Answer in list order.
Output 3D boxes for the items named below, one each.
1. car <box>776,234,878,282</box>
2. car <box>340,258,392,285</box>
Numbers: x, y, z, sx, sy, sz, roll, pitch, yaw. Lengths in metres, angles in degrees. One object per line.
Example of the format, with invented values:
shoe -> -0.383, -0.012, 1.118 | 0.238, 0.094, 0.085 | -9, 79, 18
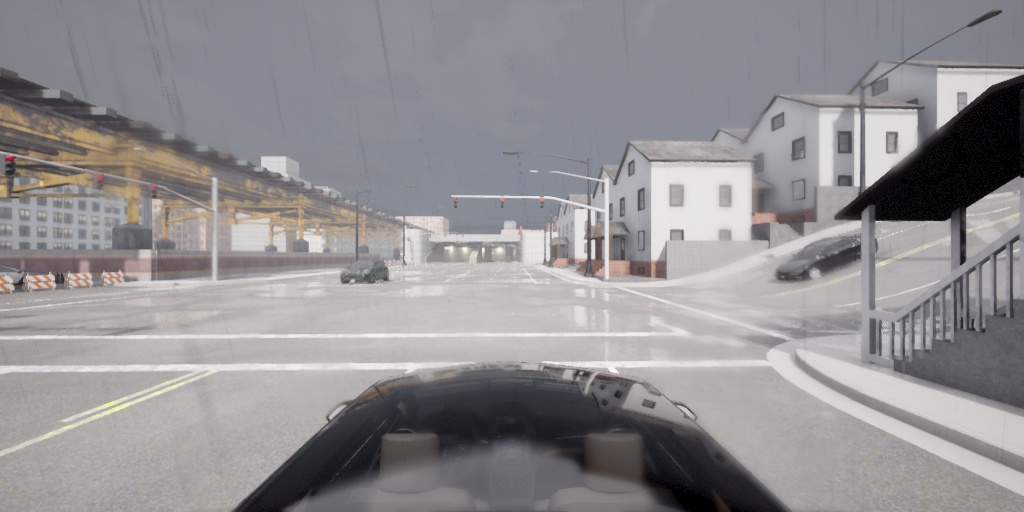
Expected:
car -> 16.490, 0.022, 18.974 | 4.892, 1.490, 1.837 | -21, 0, -1
car -> -10.494, 1.043, 25.862 | 2.097, 1.767, 4.553 | 0, 0, 0
